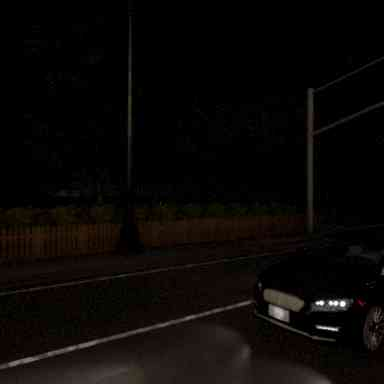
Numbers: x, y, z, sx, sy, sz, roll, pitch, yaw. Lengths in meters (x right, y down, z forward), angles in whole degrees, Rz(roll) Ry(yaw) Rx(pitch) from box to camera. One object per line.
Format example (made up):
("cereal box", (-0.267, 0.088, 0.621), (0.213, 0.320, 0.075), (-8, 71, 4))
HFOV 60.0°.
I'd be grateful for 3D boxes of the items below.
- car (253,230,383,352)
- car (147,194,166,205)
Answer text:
("car", (3.276, 1.532, 6.290), (4.902, 1.511, 2.128), (1, 0, -35))
("car", (-5.718, 1.400, 55.241), (2.150, 2.045, 5.566), (0, -1, -35))
